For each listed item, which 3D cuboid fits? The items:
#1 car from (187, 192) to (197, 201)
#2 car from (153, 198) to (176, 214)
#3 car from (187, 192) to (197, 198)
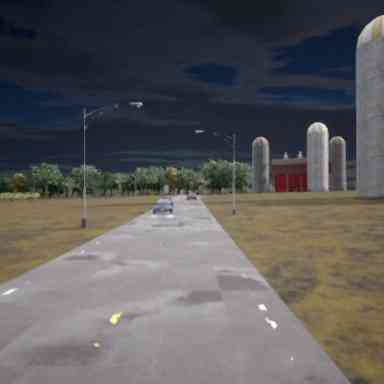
[{"bbox_3d":[-0.022,0.984,62.853,1.895,1.301,4.718,0,1,0],"label":"car"},{"bbox_3d":[-2.762,1.364,33.197,1.812,1.442,4.674,0,1,0],"label":"car"},{"bbox_3d":[-0.025,0.654,72.974,1.994,1.385,4.181,0,1,0],"label":"car"}]
